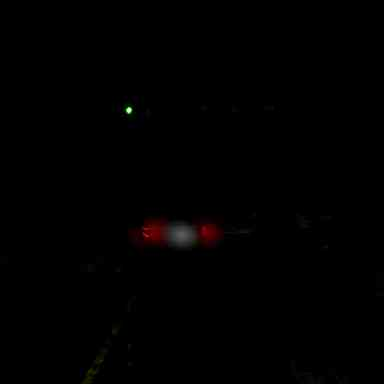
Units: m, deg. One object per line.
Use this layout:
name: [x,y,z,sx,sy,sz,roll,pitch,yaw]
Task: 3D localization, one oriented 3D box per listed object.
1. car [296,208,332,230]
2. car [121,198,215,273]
car: [9.076,1.633,20.947,4.718,1.301,1.895,0,0,-10]
car: [-1.011,1.233,11.080,2.150,2.045,5.566,1,-1,-17]
